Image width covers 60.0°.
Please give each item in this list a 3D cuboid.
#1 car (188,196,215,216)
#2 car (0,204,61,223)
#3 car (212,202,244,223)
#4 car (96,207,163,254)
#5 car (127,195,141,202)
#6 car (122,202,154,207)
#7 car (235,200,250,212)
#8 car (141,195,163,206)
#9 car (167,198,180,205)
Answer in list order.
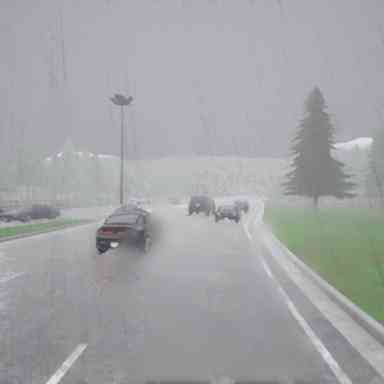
[{"bbox_3d":[1.127,1.439,35.420,2.150,2.045,5.566,0,0,12],"label":"car"},{"bbox_3d":[-12.965,1.684,26.975,2.033,1.411,5.357,0,0,16],"label":"car"},{"bbox_3d":[3.098,1.776,27.821,1.895,1.301,4.718,0,0,11],"label":"car"},{"bbox_3d":[-2.444,1.585,13.901,1.837,1.490,4.892,0,0,5],"label":"car"},{"bbox_3d":[-10.987,1.602,66.749,2.150,2.045,5.566,0,0,13],"label":"car"},{"bbox_3d":[-4.559,1.705,24.757,1.994,1.385,4.181,0,0,10],"label":"car"},{"bbox_3d":[6.234,1.761,42.306,2.128,1.511,4.902,0,0,12],"label":"car"},{"bbox_3d":[-7.538,1.605,66.154,2.150,2.045,5.566,0,0,13],"label":"car"},{"bbox_3d":[-3.726,1.908,67.179,2.128,1.511,4.902,0,0,13],"label":"car"}]
